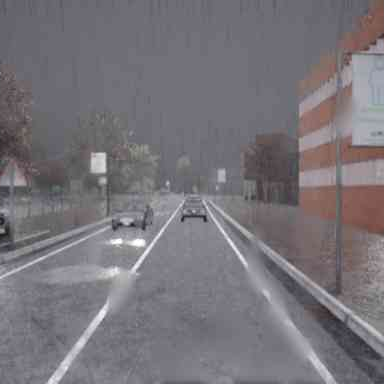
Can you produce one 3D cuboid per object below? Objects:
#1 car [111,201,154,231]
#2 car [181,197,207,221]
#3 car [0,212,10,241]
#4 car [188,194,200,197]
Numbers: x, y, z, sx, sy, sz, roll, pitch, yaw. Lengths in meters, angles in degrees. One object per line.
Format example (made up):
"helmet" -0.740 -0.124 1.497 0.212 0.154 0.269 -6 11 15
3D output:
"car" -3.323 1.316 19.328 2.128 1.511 4.902 0 1 0
"car" 0.144 1.316 24.604 2.033 1.411 5.357 0 1 0
"car" -9.549 1.050 11.898 5.566 2.045 2.435 0 1 -1
"car" 0.252 1.050 41.856 2.128 1.511 4.902 0 1 0
